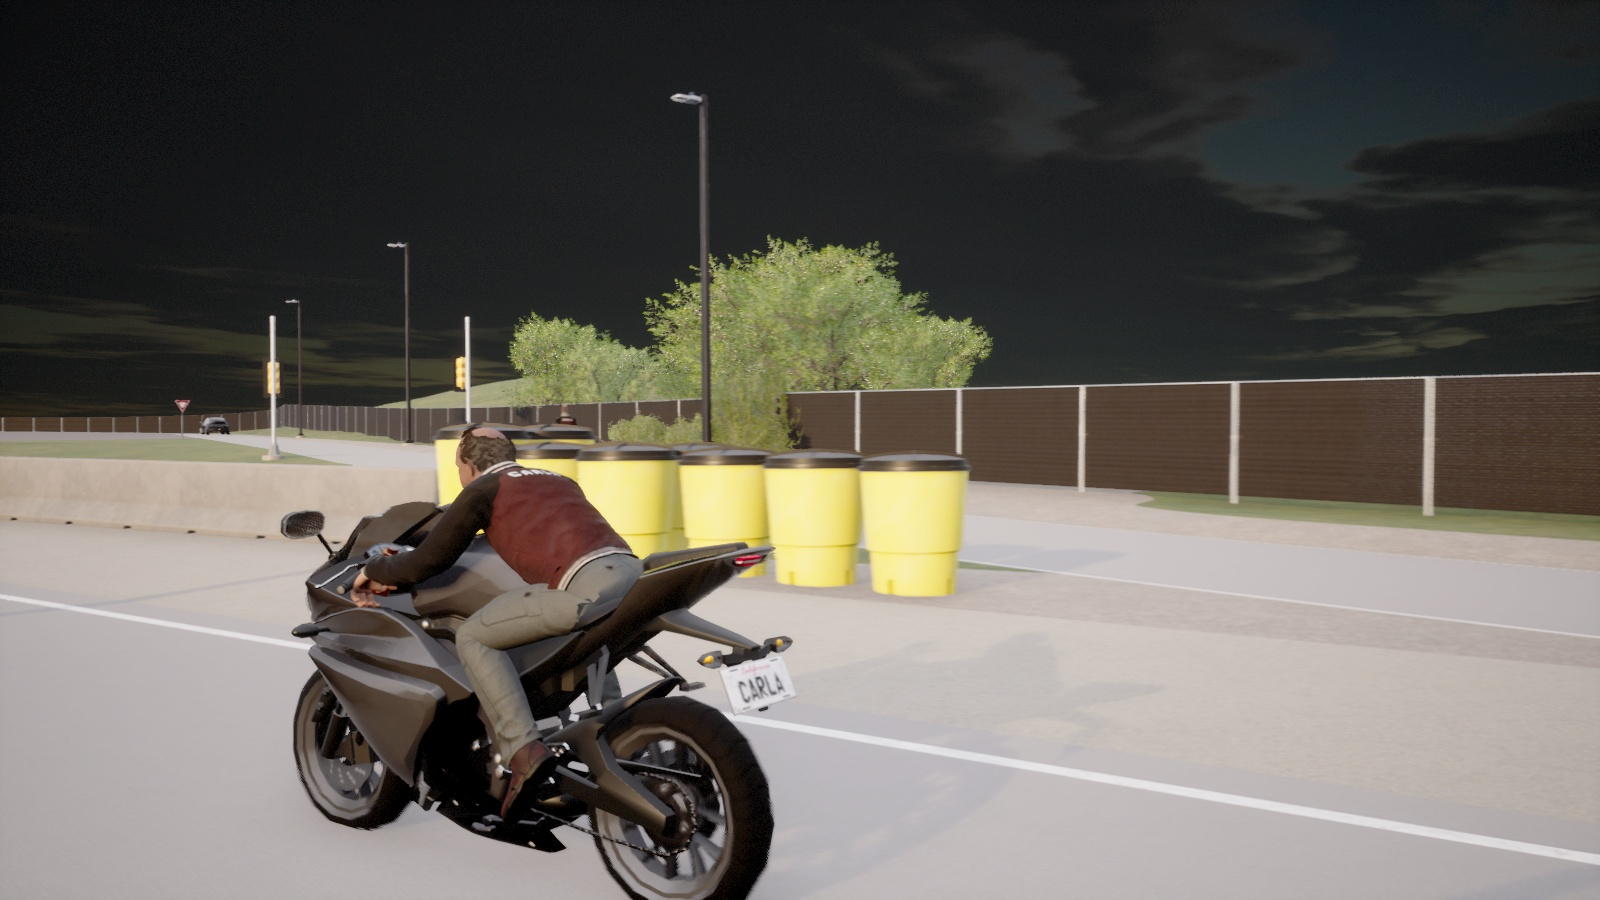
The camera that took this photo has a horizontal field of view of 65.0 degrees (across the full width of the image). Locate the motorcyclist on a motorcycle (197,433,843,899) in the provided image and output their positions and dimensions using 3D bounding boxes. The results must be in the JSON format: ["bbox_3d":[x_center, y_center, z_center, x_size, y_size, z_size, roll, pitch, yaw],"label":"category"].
[{"bbox_3d":[-1.020,0.718,4.302,2.191,1.530,0.866,0,1,34],"label":"motorcyclist on a motorcycle"}]
